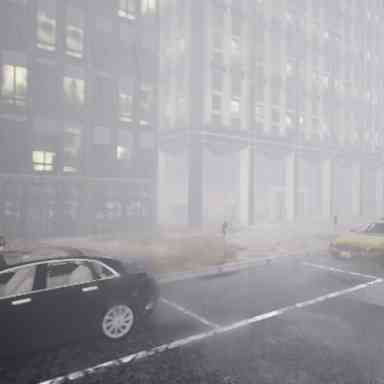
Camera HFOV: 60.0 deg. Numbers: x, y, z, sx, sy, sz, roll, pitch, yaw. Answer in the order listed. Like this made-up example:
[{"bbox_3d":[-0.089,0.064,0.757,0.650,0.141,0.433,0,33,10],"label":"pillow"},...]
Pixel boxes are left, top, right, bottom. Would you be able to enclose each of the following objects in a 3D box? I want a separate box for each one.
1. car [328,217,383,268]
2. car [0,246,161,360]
[{"bbox_3d":[6.541,1.552,11.293,4.829,1.417,1.752,0,1,-35],"label":"car"},{"bbox_3d":[-2.572,1.552,4.872,4.403,1.369,2.008,0,1,-35],"label":"car"}]
